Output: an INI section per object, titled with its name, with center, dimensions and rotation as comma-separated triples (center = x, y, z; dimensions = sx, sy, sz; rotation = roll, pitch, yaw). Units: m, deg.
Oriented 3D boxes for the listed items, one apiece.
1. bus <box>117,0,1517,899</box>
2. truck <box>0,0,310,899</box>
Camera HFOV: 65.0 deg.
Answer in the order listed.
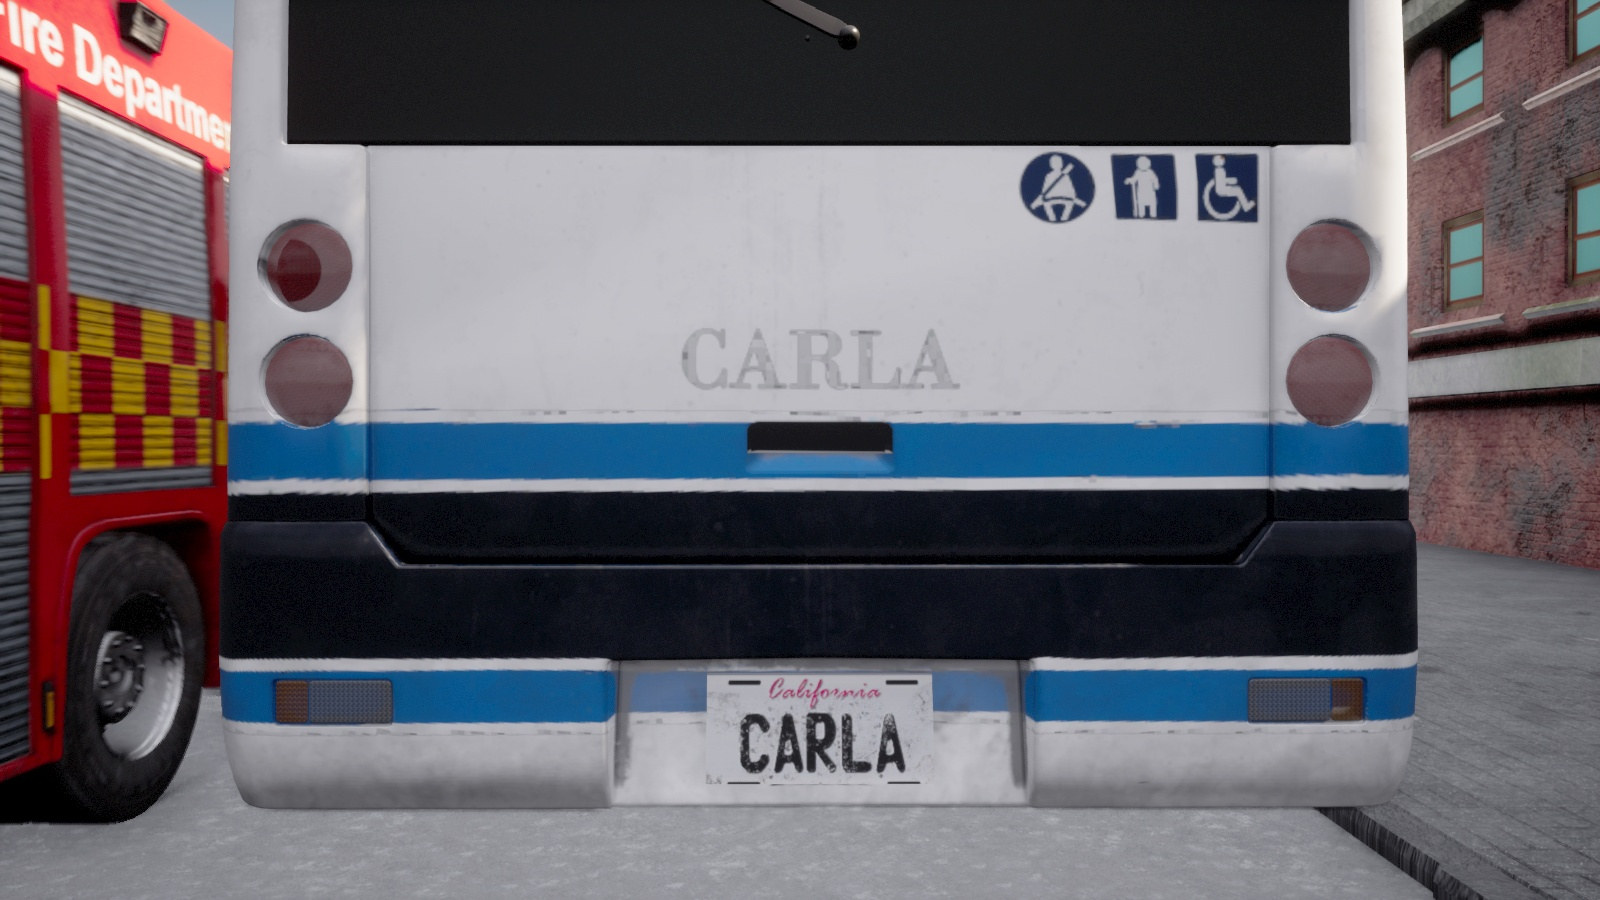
[bus]
center = 0.025, -0.679, 8.677
dimensions = 3.944, 4.253, 10.273
rotation = 0, 0, 0
[truck]
center = -3.984, -0.434, 2.250
dimensions = 2.891, 3.827, 8.468
rotation = 0, 0, 0
